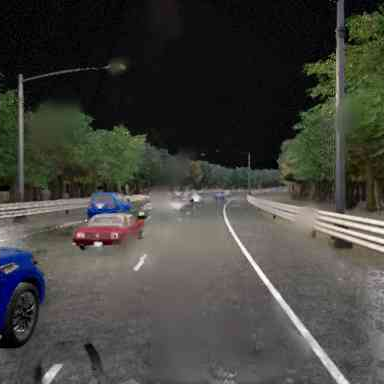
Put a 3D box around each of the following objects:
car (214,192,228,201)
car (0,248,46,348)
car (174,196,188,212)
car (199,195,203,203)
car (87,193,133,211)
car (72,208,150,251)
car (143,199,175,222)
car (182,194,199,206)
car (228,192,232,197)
[{"bbox_3d":[5.518,0.998,66.132,1.882,1.535,5.008,0,1,10],"label":"car"},{"bbox_3d":[-3.487,1.208,3.102,2.150,2.045,5.566,0,0,1],"label":"car"},{"bbox_3d":[-1.842,1.385,35.627,1.895,1.301,4.718,0,0,5],"label":"car"},{"bbox_3d":[0.700,1.127,57.162,1.812,1.442,4.674,0,0,8],"label":"car"},{"bbox_3d":[-6.040,1.092,25.056,2.150,2.045,5.566,0,0,4],"label":"car"},{"bbox_3d":[-3.229,1.550,13.958,1.895,1.301,4.718,0,0,2],"label":"car"},{"bbox_3d":[-2.681,1.477,24.801,1.895,1.301,4.718,0,0,4],"label":"car"},{"bbox_3d":[-0.717,1.184,46.396,2.128,1.511,4.902,0,0,7],"label":"car"},{"bbox_3d":[8.903,0.606,83.578,1.994,1.385,4.181,0,1,12],"label":"car"}]
